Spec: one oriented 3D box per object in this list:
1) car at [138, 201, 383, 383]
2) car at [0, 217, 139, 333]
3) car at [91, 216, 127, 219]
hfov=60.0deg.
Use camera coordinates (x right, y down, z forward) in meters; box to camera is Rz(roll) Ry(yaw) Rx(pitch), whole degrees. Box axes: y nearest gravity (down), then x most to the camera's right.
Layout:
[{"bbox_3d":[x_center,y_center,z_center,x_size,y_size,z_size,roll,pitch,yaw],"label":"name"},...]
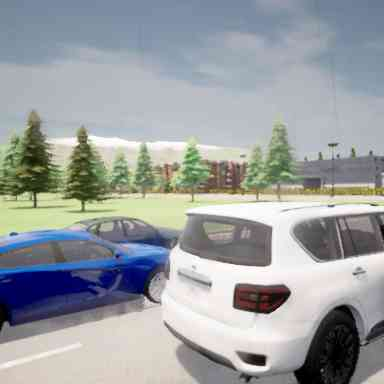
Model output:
[{"bbox_3d":[2.197,1.159,5.312,5.566,2.045,2.150,-1,0,-35],"label":"car"},{"bbox_3d":[-2.431,1.457,6.311,5.008,1.535,1.882,-1,1,-35],"label":"car"},{"bbox_3d":[-2.347,1.493,10.668,5.357,1.411,2.033,-1,0,-35],"label":"car"}]
